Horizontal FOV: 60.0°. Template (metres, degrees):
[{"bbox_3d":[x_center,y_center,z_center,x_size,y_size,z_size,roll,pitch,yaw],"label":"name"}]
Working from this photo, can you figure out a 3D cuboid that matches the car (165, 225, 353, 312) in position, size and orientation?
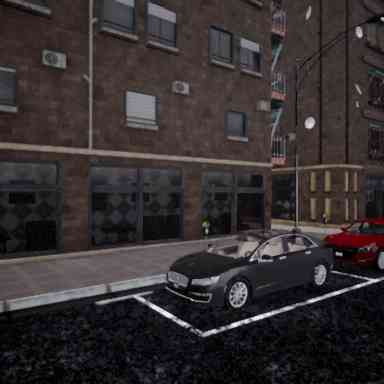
[{"bbox_3d":[1.478,1.549,7.612,4.403,1.369,2.008,0,0,-36],"label":"car"}]

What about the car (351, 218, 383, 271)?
[{"bbox_3d":[6.066,1.541,10.885,4.507,1.381,1.887,0,0,-36],"label":"car"}]
